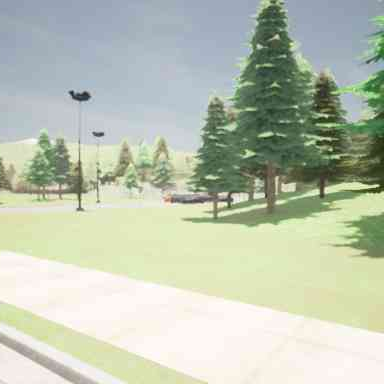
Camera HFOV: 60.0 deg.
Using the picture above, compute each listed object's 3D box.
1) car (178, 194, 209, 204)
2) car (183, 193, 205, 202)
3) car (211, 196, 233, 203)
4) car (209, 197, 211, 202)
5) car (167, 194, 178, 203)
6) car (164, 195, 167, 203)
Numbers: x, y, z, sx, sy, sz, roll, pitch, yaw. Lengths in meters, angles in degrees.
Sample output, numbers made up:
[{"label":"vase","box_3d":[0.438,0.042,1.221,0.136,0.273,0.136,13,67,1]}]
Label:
[{"label":"car","box_3d":[0.247,1.388,55.659,1.895,1.301,4.718,0,0,37]},{"label":"car","box_3d":[0.453,1.093,67.899,2.097,1.767,4.553,0,0,36]},{"label":"car","box_3d":[6.141,1.388,63.821,1.895,1.301,4.718,0,0,36]},{"label":"car","box_3d":[3.297,1.242,65.860,1.882,1.535,5.008,0,0,36]},{"label":"car","box_3d":[-1.751,1.116,58.859,2.097,1.767,4.553,0,0,37]},{"label":"car","box_3d":[-3.215,1.093,62.790,2.097,1.767,4.553,0,0,37]}]
